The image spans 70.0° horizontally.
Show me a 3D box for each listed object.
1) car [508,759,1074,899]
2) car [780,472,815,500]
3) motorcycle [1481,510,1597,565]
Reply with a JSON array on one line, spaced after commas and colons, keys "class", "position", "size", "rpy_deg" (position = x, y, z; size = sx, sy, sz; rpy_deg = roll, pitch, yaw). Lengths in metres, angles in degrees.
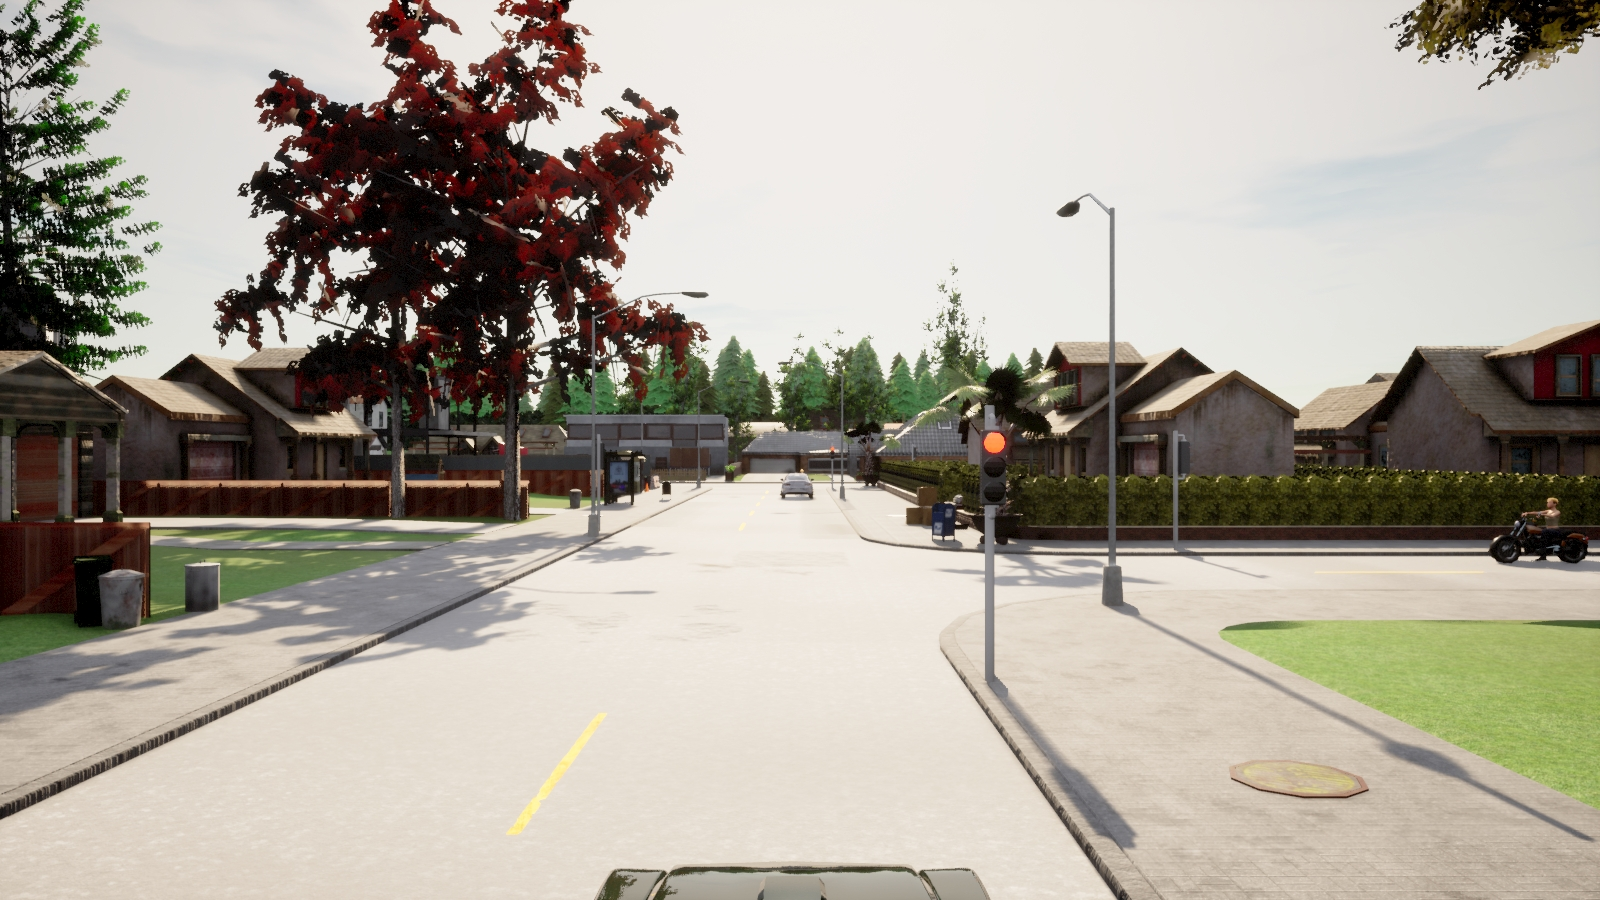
[{"class": "car", "position": [-0.028, 2.155, 3.193], "size": [1.895, 1.301, 4.718], "rpy_deg": [0, 0, 0]}, {"class": "car", "position": [-0.164, 2.081, 66.907], "size": [2.002, 1.442, 4.674], "rpy_deg": [0, 0, 0]}, {"class": "motorcycle", "position": [18.237, 2.155, 28.222], "size": [2.356, 1.307, 0.764], "rpy_deg": [0, 0, 0]}]
